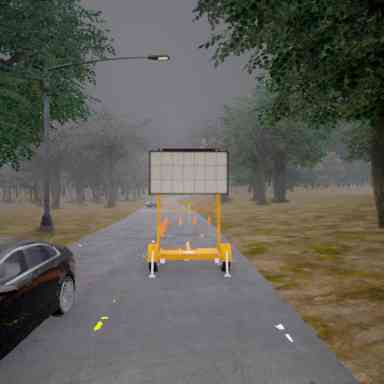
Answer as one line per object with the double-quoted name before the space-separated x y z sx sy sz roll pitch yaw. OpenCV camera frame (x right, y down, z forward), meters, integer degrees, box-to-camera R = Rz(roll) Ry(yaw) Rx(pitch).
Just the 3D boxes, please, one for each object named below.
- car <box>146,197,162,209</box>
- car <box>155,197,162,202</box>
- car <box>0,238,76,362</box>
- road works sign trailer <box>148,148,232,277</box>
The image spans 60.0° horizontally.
"car" -5.390 1.468 46.940 2.097 1.767 4.553 0 0 -5
"car" -8.988 1.964 89.797 1.895 1.301 4.718 0 0 -5
"car" -3.163 1.493 4.675 2.128 1.511 4.902 0 0 -1
"road works sign trailer" -0.099 0.474 10.234 2.380 3.560 2.880 0 0 -2
